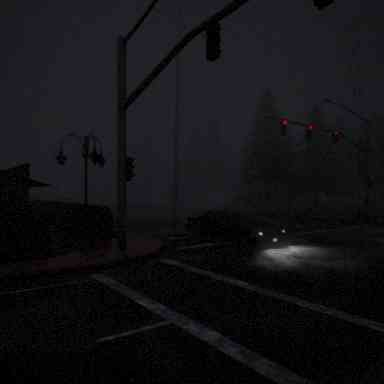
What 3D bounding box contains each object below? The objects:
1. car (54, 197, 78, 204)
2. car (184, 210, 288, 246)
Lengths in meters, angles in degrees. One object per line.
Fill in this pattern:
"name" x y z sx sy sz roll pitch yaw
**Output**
"car" -13.565 1.329 35.964 2.097 1.767 4.553 0 0 -37
"car" 1.778 1.546 15.563 2.033 1.411 5.357 0 0 -37
